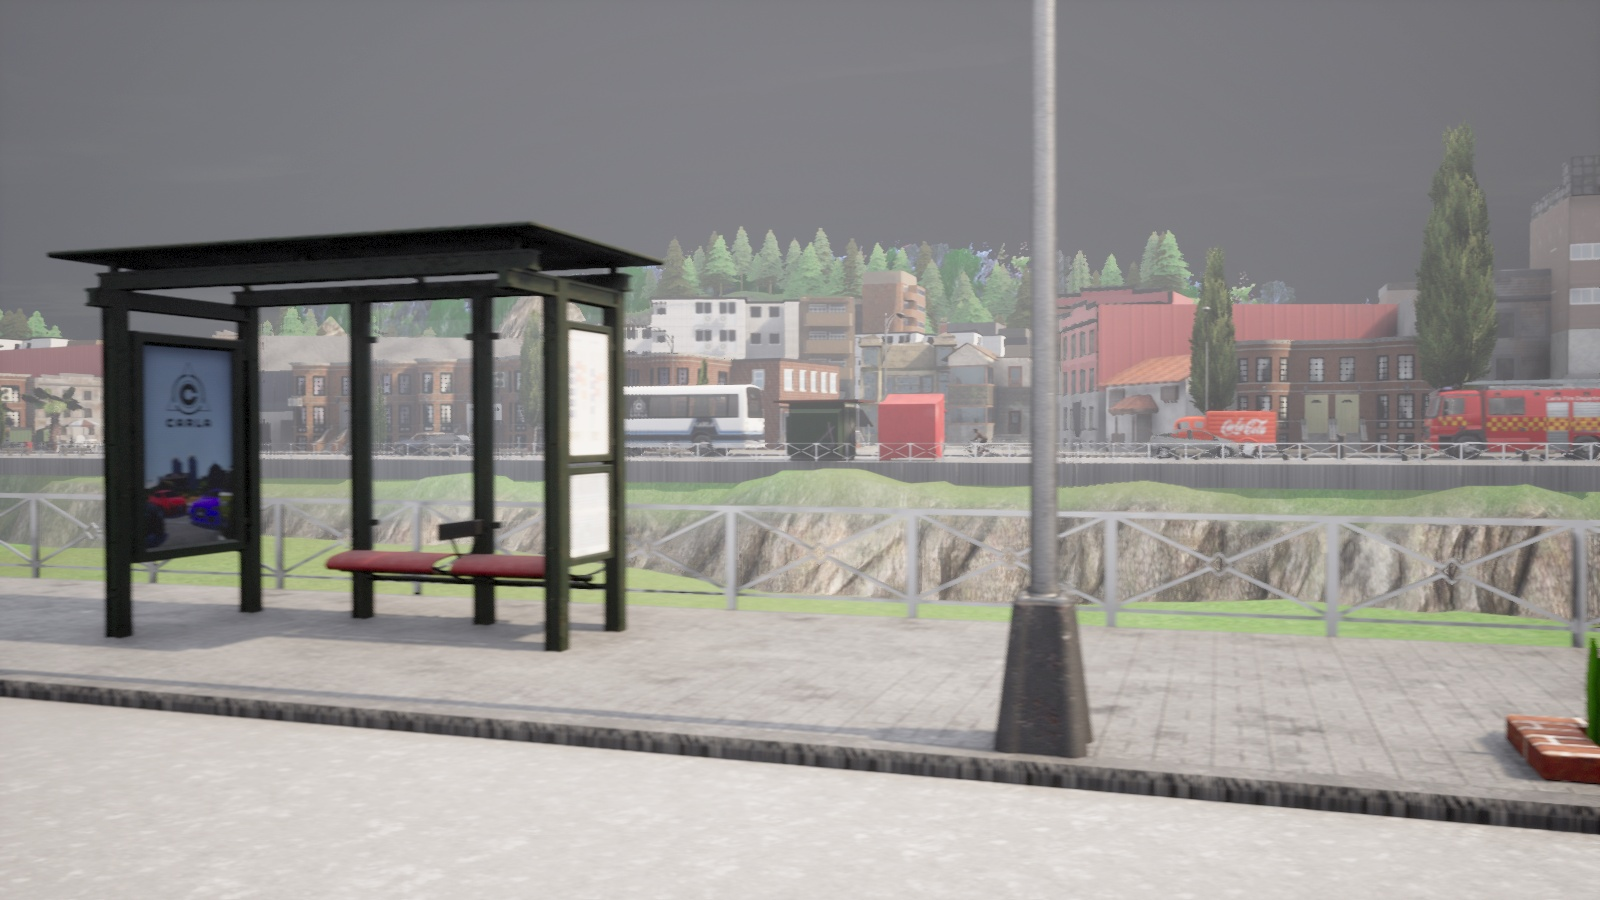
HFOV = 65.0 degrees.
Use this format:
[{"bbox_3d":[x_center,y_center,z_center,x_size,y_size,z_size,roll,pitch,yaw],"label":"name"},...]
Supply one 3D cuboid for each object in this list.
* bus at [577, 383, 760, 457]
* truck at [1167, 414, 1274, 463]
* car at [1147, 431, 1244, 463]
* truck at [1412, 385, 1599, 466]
[{"bbox_3d":[-7.909,-1.792,75.674,10.273,4.253,3.944,1,1,19],"label":"bus"},{"bbox_3d":[21.940,-0.630,65.655,5.204,2.467,2.627,0,1,19],"label":"truck"},{"bbox_3d":[19.594,-0.150,62.231,4.514,1.525,2.007,1,1,19],"label":"car"},{"bbox_3d":[34.806,-1.189,61.320,8.468,3.827,2.891,1,1,19],"label":"truck"}]
